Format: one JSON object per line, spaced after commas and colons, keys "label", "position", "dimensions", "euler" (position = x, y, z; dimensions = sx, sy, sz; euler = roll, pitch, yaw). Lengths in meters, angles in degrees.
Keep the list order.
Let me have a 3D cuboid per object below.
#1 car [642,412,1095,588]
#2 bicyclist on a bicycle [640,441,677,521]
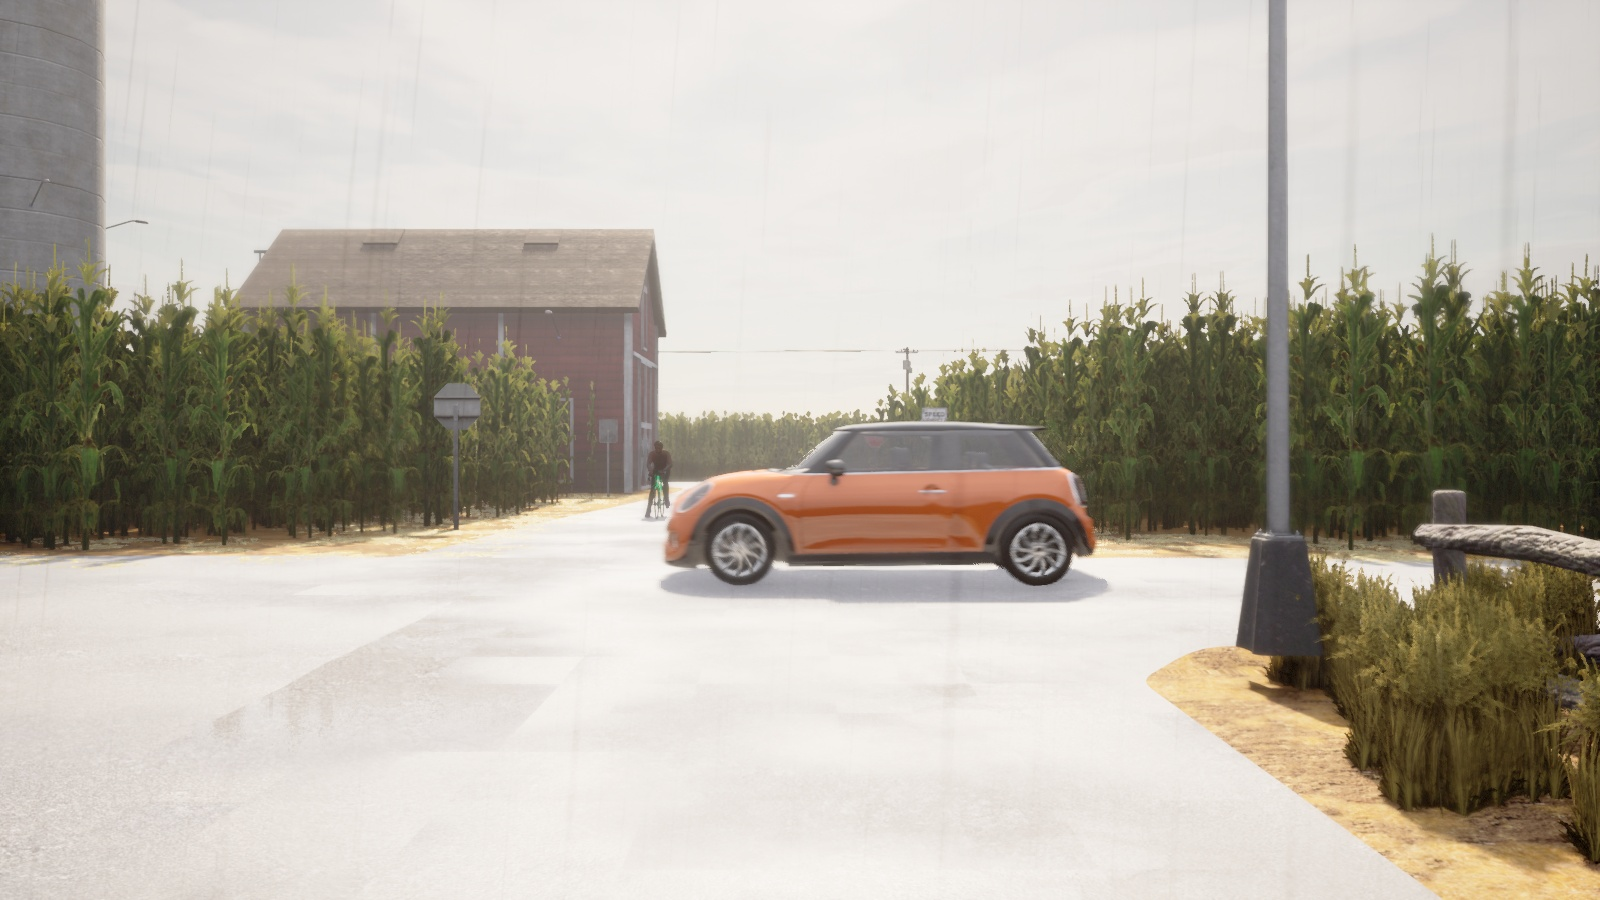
{"label": "car", "position": [0.696, 0.490, 13.692], "dimensions": [4.553, 1.767, 2.097], "euler": [0, 1, 1]}
{"label": "bicyclist on a bicycle", "position": [-2.945, 0.627, 26.313], "dimensions": [0.582, 1.620, 1.656], "euler": [0, 0, 0]}
